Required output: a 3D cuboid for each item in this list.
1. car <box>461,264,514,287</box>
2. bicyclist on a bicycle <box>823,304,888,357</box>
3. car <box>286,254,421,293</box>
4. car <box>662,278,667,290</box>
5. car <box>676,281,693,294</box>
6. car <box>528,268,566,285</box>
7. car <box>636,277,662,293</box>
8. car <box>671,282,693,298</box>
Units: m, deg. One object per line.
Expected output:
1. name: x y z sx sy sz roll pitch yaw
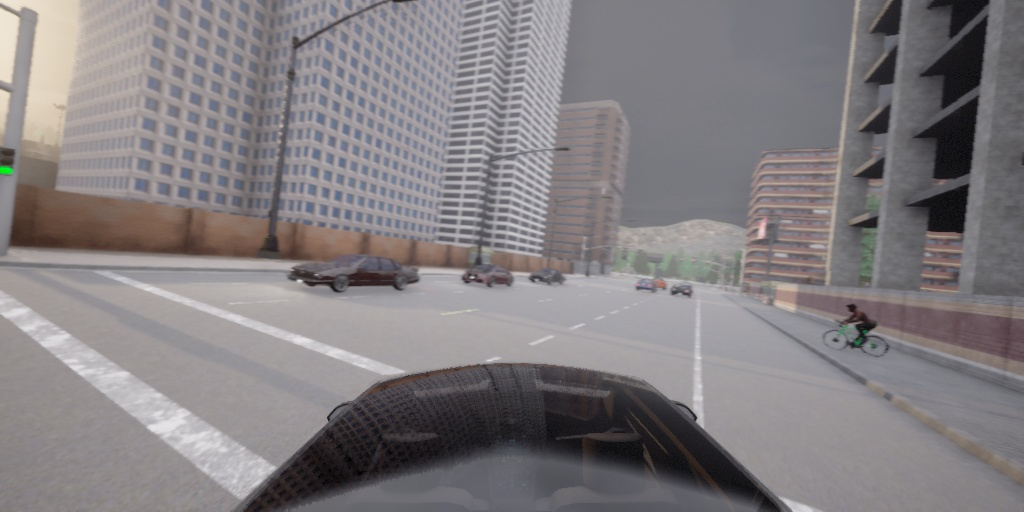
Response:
1. car: -1.500 1.241 23.693 1.994 1.385 4.181 7 0 28
2. bicyclist on a bicycle: 11.486 2.454 11.972 1.656 1.620 0.582 6 0 28
3. car: -6.114 0.635 14.779 2.033 1.411 5.357 7 0 27
4. car: 20.798 3.800 51.047 2.097 1.767 4.553 7 0 28
5. car: 23.849 4.328 49.439 1.812 1.442 4.674 7 0 28
6. car: 3.400 1.851 33.112 2.033 1.411 5.357 7 0 28
7. car: 15.101 3.269 40.121 2.033 1.411 5.357 7 0 28
8. car: 18.391 3.706 38.913 1.895 1.301 4.718 7 0 28
